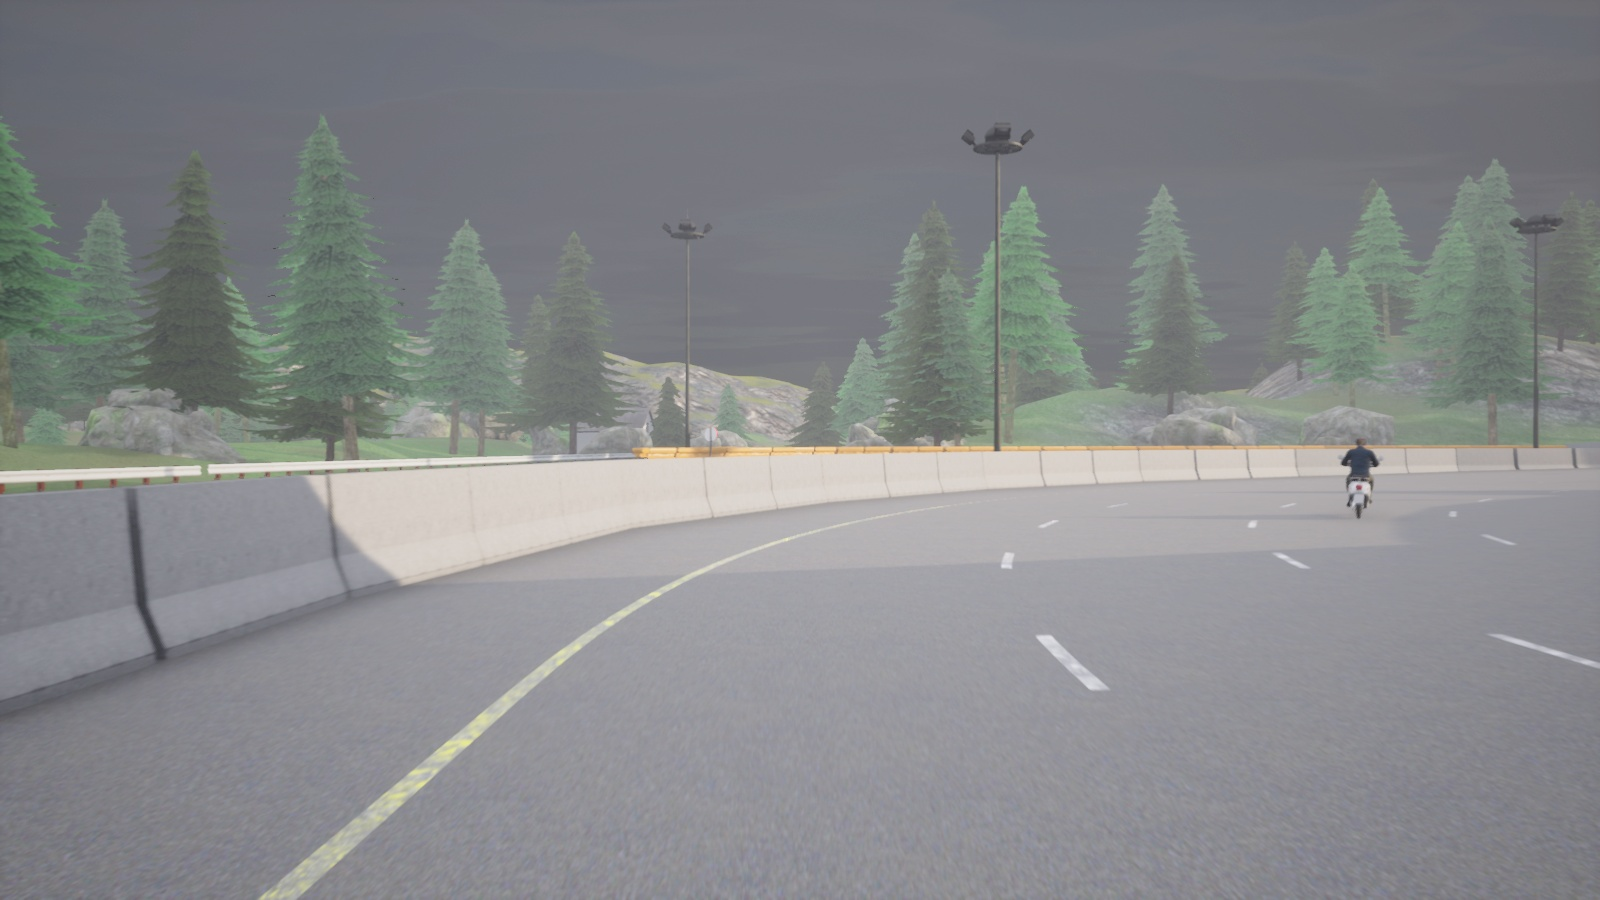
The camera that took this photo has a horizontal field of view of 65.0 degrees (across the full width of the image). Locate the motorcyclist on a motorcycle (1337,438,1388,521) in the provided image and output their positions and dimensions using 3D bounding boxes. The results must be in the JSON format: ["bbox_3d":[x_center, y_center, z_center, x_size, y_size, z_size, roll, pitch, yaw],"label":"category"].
[{"bbox_3d":[11.261,0.558,25.110,0.866,1.590,1.817,1,1,25],"label":"motorcyclist on a motorcycle"}]
